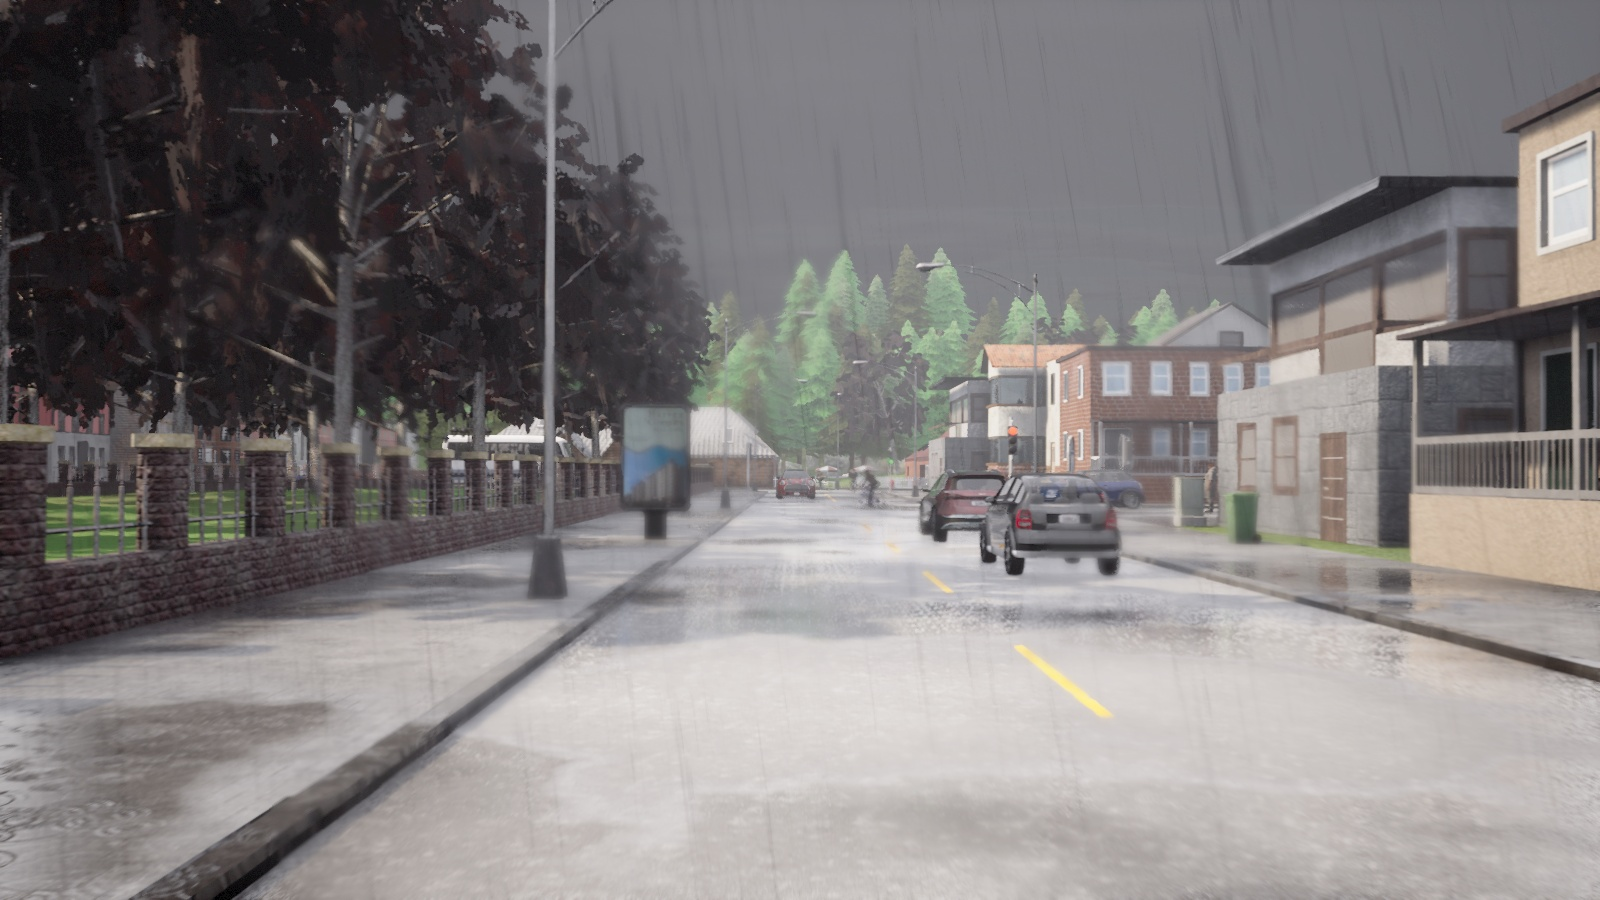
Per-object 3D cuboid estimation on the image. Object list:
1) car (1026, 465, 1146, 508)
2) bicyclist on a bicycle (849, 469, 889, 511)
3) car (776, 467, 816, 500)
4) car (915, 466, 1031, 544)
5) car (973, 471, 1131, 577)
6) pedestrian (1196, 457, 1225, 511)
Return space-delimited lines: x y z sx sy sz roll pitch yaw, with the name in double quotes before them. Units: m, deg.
"car" 11.993 1.508 52.890 4.553 1.767 2.097 0 -1 0
"bicyclist on a bicycle" 2.745 1.592 50.127 1.656 1.620 0.582 0 1 -42
"car" -0.252 1.857 70.954 2.097 1.767 4.553 0 -1 -3
"car" 3.926 1.218 29.324 2.033 1.649 4.856 0 -1 0
"car" 3.951 1.115 20.267 1.789 1.549 3.705 0 -1 0
"pedestrian" 15.055 1.233 46.107 0.873 1.952 0.659 -1 -1 30
